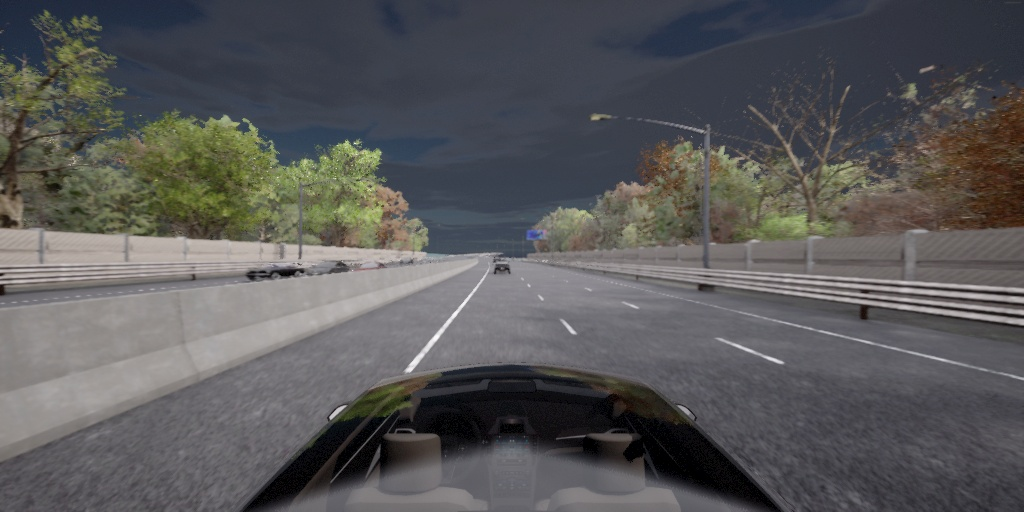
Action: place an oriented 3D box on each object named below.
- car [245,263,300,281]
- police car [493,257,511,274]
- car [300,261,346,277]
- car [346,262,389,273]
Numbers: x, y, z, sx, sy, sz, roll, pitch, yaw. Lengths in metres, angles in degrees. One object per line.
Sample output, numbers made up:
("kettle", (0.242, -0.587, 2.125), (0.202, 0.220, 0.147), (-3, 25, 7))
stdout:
("car", (-18.250, 1.206, 27.820), (1.895, 1.301, 4.718), (1, 0, -2))
("police car", (-1.197, 1.231, 43.471), (1.930, 1.638, 5.238), (1, 0, -2))
("car", (-14.794, 1.150, 29.238), (1.837, 1.490, 4.892), (1, -1, -2))
("car", (-11.285, 1.205, 29.018), (1.812, 1.442, 4.674), (1, 0, -2))
